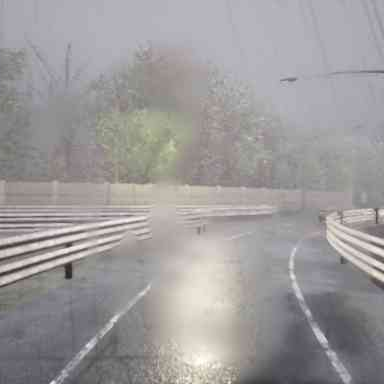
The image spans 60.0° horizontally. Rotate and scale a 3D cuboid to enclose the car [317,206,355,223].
[{"bbox_3d":[12.534,1.934,28.801,2.128,1.511,4.902,0,-1,42],"label":"car"}]
